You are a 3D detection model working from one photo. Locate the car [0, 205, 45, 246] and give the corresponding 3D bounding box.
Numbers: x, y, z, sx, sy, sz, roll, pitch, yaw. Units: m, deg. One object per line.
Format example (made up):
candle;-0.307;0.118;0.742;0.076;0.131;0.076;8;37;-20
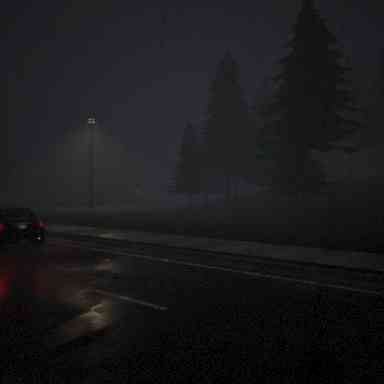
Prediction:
car;-8.250;1.365;14.053;4.553;1.767;2.097;0;0;36
